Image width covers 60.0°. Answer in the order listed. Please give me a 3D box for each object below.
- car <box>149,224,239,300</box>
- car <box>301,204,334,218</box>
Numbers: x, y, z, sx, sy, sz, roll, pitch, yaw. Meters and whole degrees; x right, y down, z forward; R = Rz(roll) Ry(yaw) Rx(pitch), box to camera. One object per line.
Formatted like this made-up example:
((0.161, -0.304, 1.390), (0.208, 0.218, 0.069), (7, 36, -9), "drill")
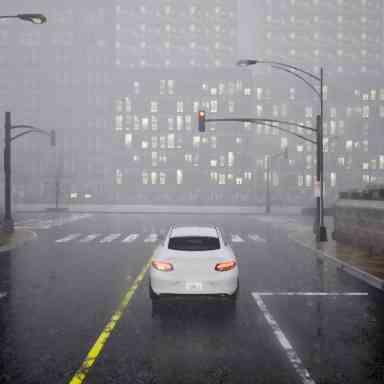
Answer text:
((0.056, 1.525, 8.281), (1.812, 1.442, 4.674), (0, 0, 0), "car")
((12.920, 1.786, 31.642), (4.718, 1.301, 1.895), (1, 0, -1), "car")
